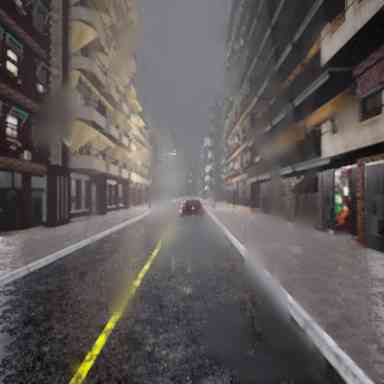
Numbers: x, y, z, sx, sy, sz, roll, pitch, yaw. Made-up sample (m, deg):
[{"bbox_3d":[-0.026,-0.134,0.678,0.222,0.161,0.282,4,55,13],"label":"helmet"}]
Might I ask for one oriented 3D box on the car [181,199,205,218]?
[{"bbox_3d":[0.089,1.461,31.540,2.097,1.767,4.553,0,0,0],"label":"car"}]
